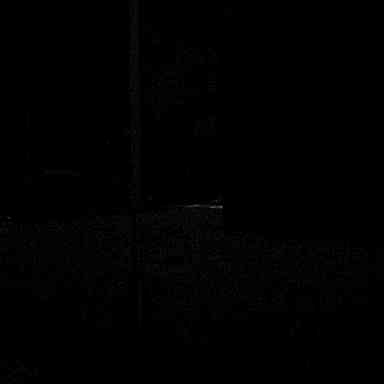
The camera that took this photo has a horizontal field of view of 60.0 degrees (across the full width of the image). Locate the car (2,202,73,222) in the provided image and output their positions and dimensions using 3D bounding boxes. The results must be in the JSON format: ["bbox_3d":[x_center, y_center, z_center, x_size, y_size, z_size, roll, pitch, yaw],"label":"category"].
[{"bbox_3d":[-11.500,1.451,24.984,1.895,1.301,4.718,-2,0,36],"label":"car"}]

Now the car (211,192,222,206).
[{"bbox_3d":[4.950,0.885,47.954,2.150,2.045,5.566,-2,-1,36],"label":"car"}]
